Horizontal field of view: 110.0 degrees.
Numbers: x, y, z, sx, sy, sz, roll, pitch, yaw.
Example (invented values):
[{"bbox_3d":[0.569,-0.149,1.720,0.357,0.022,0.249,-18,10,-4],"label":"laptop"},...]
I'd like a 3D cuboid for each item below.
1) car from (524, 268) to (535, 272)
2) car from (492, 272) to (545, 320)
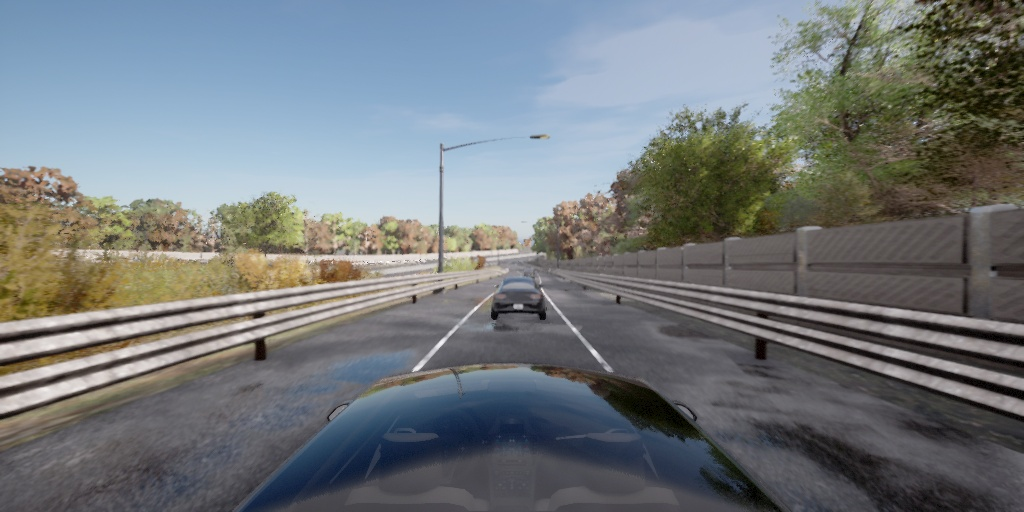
[{"bbox_3d":[2.801,2.743,57.943,2.128,1.511,4.902,0,-2,4],"label":"car"},{"bbox_3d":[0.260,1.509,13.747,1.812,1.442,4.674,0,-1,1],"label":"car"}]
